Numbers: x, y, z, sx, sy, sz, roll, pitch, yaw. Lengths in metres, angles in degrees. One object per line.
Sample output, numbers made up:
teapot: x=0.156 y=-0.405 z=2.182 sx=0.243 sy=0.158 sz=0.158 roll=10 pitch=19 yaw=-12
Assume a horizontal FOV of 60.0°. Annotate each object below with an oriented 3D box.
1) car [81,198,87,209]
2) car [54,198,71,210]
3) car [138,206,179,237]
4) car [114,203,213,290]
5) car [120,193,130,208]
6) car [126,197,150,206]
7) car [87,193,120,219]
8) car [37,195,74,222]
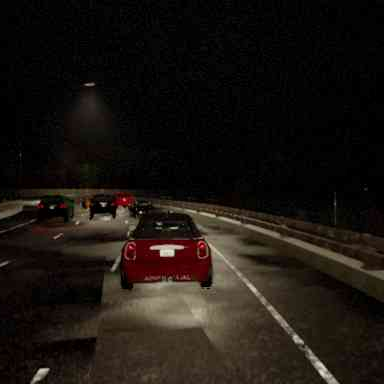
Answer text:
car: x=-13.605 y=1.458 z=44.485 sx=1.882 sy=1.535 sz=5.008 roll=0 pitch=0 yaw=-24
car: x=-16.605 y=1.488 z=42.606 sx=1.837 sy=1.490 sz=4.892 roll=0 pitch=0 yaw=-24
car: x=-2.002 y=1.553 z=18.709 sx=1.994 sy=1.385 sz=4.181 roll=0 pitch=0 yaw=-10
car: x=-0.725 y=1.345 z=9.332 sx=2.097 sy=1.767 sz=4.553 roll=0 pitch=0 yaw=-5
car: x=-9.462 y=1.190 z=43.904 sx=2.150 sy=2.045 sz=5.566 roll=0 pitch=-1 yaw=-23
car: x=-4.696 y=1.489 z=30.518 sx=1.837 sy=1.490 sz=4.892 roll=0 pitch=0 yaw=-16
car: x=-8.058 y=1.207 z=29.790 sx=2.150 sy=2.045 sz=5.566 roll=0 pitch=0 yaw=-18
car: x=-10.737 y=1.212 z=26.477 sx=2.150 sy=2.045 sz=5.566 roll=0 pitch=0 yaw=-14
